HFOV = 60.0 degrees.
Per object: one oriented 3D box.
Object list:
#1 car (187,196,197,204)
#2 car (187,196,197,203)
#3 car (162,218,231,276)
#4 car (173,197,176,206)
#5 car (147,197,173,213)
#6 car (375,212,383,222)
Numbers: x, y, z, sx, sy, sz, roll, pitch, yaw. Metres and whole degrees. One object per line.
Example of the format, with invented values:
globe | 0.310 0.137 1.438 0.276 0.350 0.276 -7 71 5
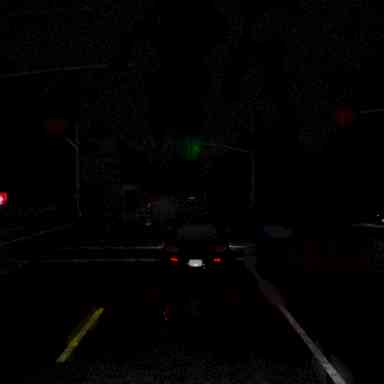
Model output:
car | 0.025 1.642 64.890 1.895 1.301 4.718 0 0 0
car | 0.004 1.573 75.000 2.128 1.511 4.902 0 0 0
car | 0.189 1.532 10.242 1.812 1.442 4.674 0 0 3
car | -3.591 1.555 46.334 1.812 1.442 4.674 0 0 0
car | -3.590 1.375 36.501 2.097 1.767 4.553 0 0 2
car | 15.539 1.543 22.782 5.357 1.411 2.033 0 0 -7
